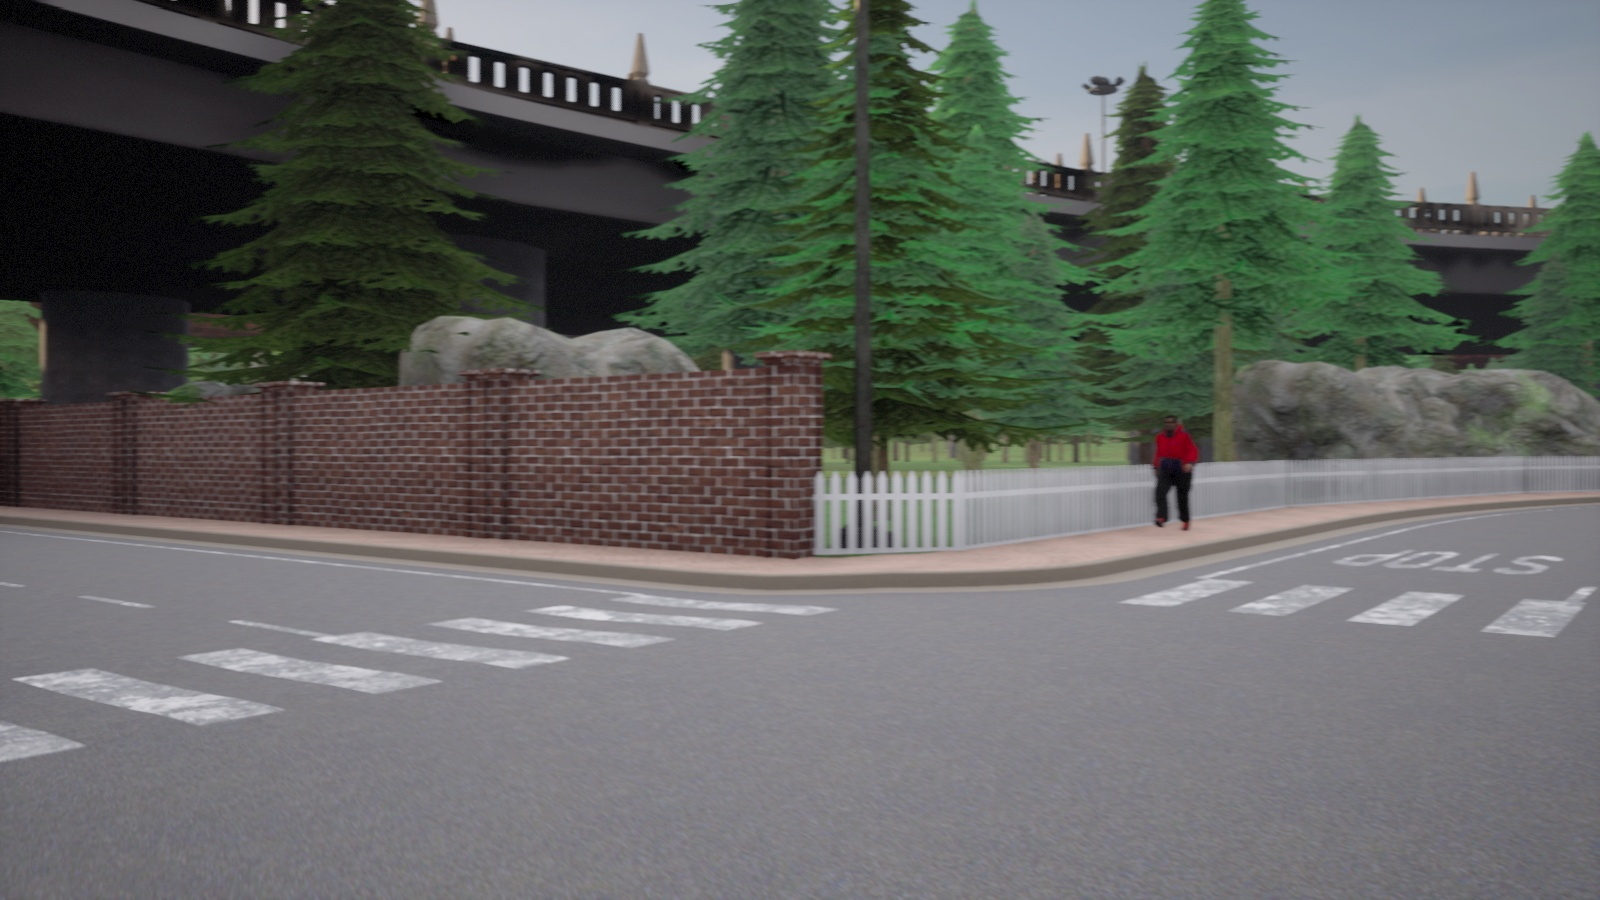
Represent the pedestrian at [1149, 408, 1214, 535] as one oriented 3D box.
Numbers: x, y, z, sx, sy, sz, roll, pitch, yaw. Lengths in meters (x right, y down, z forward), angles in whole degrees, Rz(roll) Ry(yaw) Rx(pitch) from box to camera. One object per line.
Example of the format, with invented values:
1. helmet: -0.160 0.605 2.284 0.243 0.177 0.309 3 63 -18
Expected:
1. pedestrian: 5.697 0.307 18.726 0.634 1.844 0.899 0 0 39
